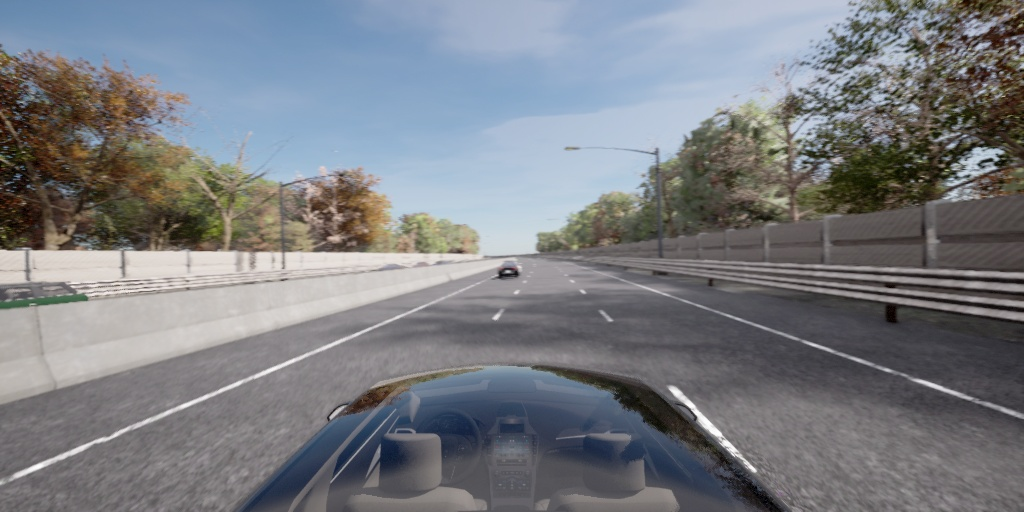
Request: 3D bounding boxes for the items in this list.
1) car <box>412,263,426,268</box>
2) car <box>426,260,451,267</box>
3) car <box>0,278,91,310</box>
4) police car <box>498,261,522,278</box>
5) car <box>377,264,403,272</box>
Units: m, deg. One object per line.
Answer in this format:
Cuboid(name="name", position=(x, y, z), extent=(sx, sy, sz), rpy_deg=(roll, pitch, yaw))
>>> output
Cuboid(name="car", position=(-12.854, 1.670, 50.875), extent=(1.812, 1.442, 4.674), rpy_deg=(-2, 0, 5))
Cuboid(name="car", position=(-9.515, 1.385, 48.707), extent=(2.097, 1.767, 4.553), rpy_deg=(-2, 0, 5))
Cuboid(name="car", position=(-16.520, 1.662, 11.197), extent=(2.097, 1.767, 4.553), rpy_deg=(-2, 0, 6))
Cuboid(name="police car", position=(-0.152, 1.242, 34.460), extent=(2.038, 1.542, 4.974), rpy_deg=(-2, 0, 5))
Cuboid(name="car", position=(-16.495, 1.818, 48.941), extent=(2.033, 1.411, 5.357), rpy_deg=(-2, 0, 5))
